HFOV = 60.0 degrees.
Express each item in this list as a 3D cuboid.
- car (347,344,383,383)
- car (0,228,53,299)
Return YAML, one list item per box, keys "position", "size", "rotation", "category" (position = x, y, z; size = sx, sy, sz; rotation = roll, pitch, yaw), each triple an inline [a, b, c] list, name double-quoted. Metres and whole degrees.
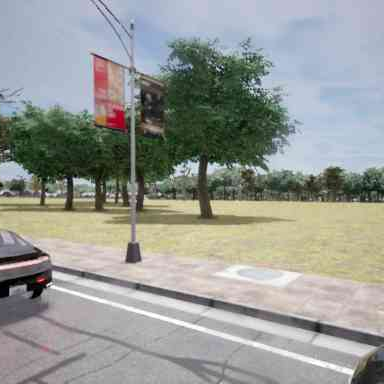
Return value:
- position: [3.267, 1.494, 1.346]
  size: [4.902, 1.511, 2.128]
  rotation: [0, 0, 36]
  category: "car"
- position: [-5.009, 1.511, 7.229]
  size: [4.902, 1.511, 2.128]
  rotation: [0, 0, 36]
  category: "car"
